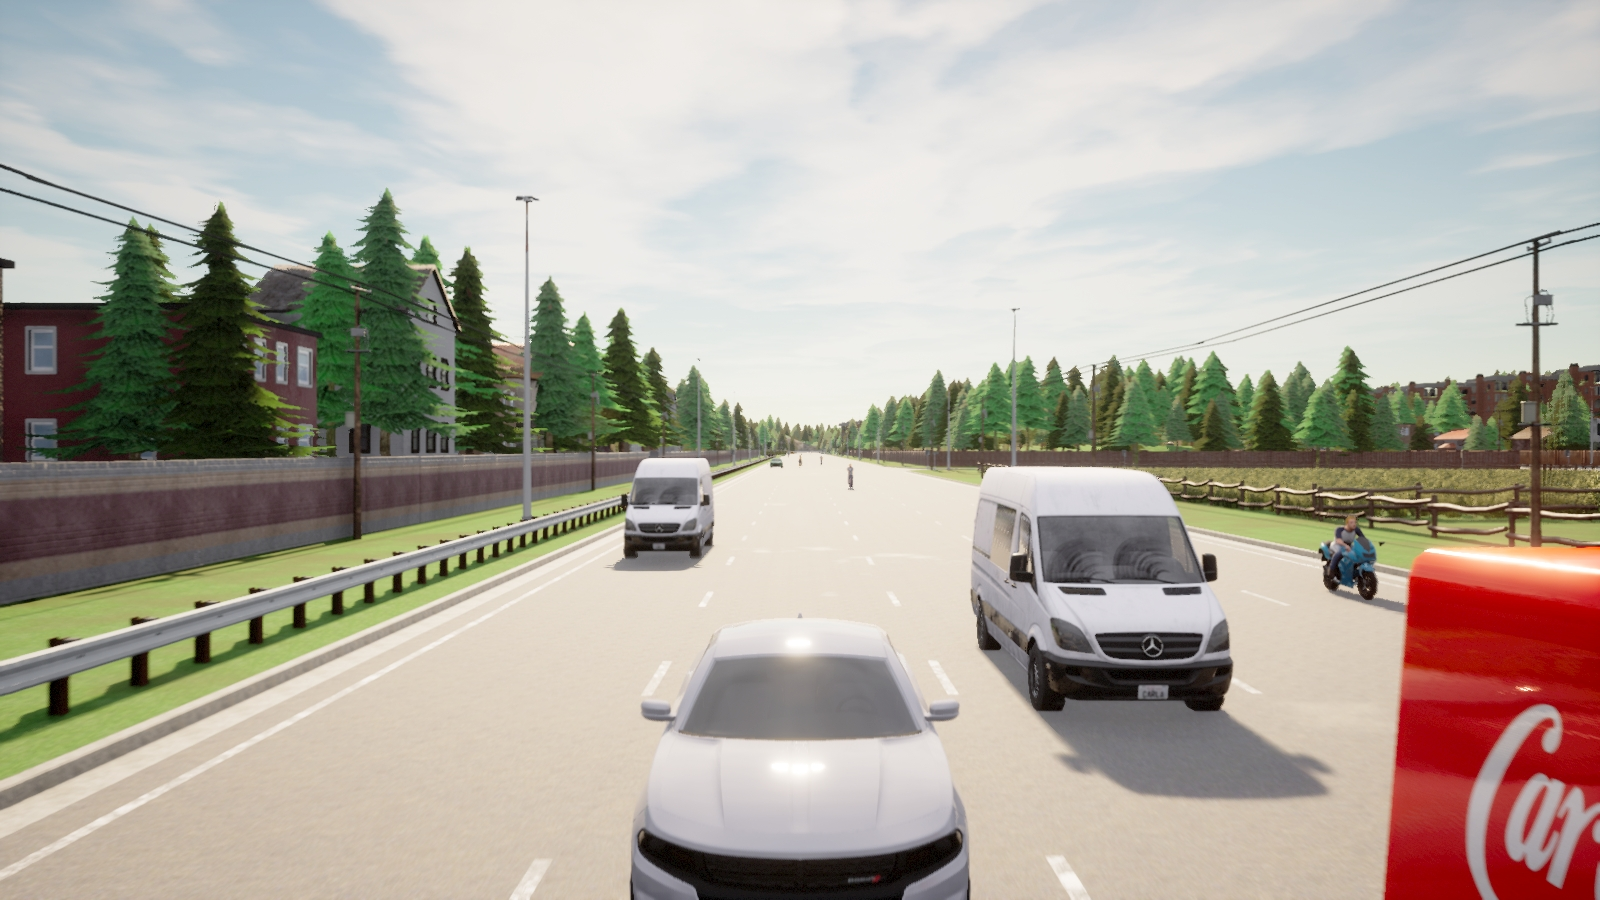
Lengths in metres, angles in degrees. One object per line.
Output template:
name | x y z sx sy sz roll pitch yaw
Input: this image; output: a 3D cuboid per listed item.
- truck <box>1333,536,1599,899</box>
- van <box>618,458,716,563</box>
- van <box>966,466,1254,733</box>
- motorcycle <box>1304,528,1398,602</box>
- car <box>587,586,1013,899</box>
truck | 3.561 1.574 2.253 2.627 2.467 5.204 0 -1 1
van | -3.500 1.512 31.236 1.988 2.561 5.915 0 0 0
van | 3.497 1.523 14.269 1.988 2.561 5.915 0 0 0
motorcycle | 10.492 2.169 21.848 0.803 1.199 2.033 0 0 0
car | 0.001 2.027 8.121 2.097 1.535 5.006 0 0 0
